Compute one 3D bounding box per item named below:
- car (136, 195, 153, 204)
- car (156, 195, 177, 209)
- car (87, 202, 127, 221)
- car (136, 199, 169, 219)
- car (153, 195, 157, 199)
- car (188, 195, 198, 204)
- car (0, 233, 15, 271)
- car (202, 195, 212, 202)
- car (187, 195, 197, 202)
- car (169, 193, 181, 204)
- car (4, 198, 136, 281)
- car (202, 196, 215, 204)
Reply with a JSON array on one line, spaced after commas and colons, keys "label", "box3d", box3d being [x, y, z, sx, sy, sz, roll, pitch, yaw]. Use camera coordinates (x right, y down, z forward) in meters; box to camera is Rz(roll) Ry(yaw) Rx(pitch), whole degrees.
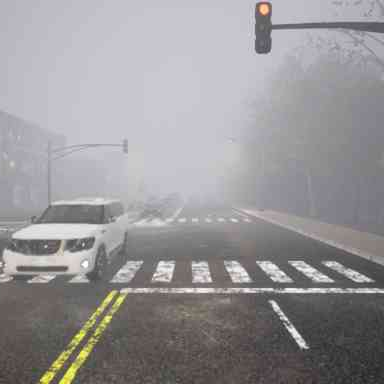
[{"label": "car", "box3d": [-6.558, 1.478, 41.439, 2.128, 1.511, 4.902, 0, 0, 0]}, {"label": "car", "box3d": [-3.304, 1.490, 43.974, 1.837, 1.490, 4.892, 0, 0, 0]}, {"label": "car", "box3d": [-6.962, 1.556, 27.676, 1.994, 1.385, 4.181, 0, 0, 5]}, {"label": "car", "box3d": [-3.321, 1.592, 29.044, 1.895, 1.301, 4.718, 0, 0, 0]}, {"label": "car", "box3d": [-6.527, 1.332, 56.248, 2.097, 1.767, 4.553, 0, 0, 0]}, {"label": "car", "box3d": [0.159, 1.576, 64.309, 1.895, 1.301, 4.718, 0, 0, 0]}, {"label": "car", "box3d": [-6.593, 1.600, 8.091, 1.895, 1.301, 4.718, 0, 0, 0]}, {"label": "car", "box3d": [3.324, 1.509, 74.730, 2.033, 1.411, 5.357, 0, 0, 0]}, {"label": "car", "box3d": [0.076, 1.494, 74.654, 2.128, 1.511, 4.902, 0, 0, 0]}, {"label": "car", "box3d": [-3.254, 1.192, 60.788, 2.150, 2.045, 5.566, 0, 1, 1]}, {"label": "car", "box3d": [-3.341, 1.219, 10.159, 2.150, 2.045, 5.566, 0, 0, 0]}, {"label": "car", "box3d": [3.414, 1.576, 64.712, 1.895, 1.301, 4.718, 0, 0, 0]}]
